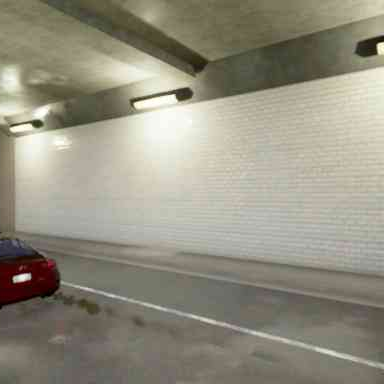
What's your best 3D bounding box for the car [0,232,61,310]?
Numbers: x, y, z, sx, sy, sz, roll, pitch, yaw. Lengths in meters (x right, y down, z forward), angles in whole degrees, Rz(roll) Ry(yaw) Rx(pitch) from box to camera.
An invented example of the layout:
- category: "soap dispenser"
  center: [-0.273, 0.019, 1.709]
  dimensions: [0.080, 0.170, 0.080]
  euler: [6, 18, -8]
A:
- category: "car"
  center: [-4.843, 1.605, 7.455]
  dimensions: [4.181, 1.385, 1.994]
  euler: [0, 0, 36]
